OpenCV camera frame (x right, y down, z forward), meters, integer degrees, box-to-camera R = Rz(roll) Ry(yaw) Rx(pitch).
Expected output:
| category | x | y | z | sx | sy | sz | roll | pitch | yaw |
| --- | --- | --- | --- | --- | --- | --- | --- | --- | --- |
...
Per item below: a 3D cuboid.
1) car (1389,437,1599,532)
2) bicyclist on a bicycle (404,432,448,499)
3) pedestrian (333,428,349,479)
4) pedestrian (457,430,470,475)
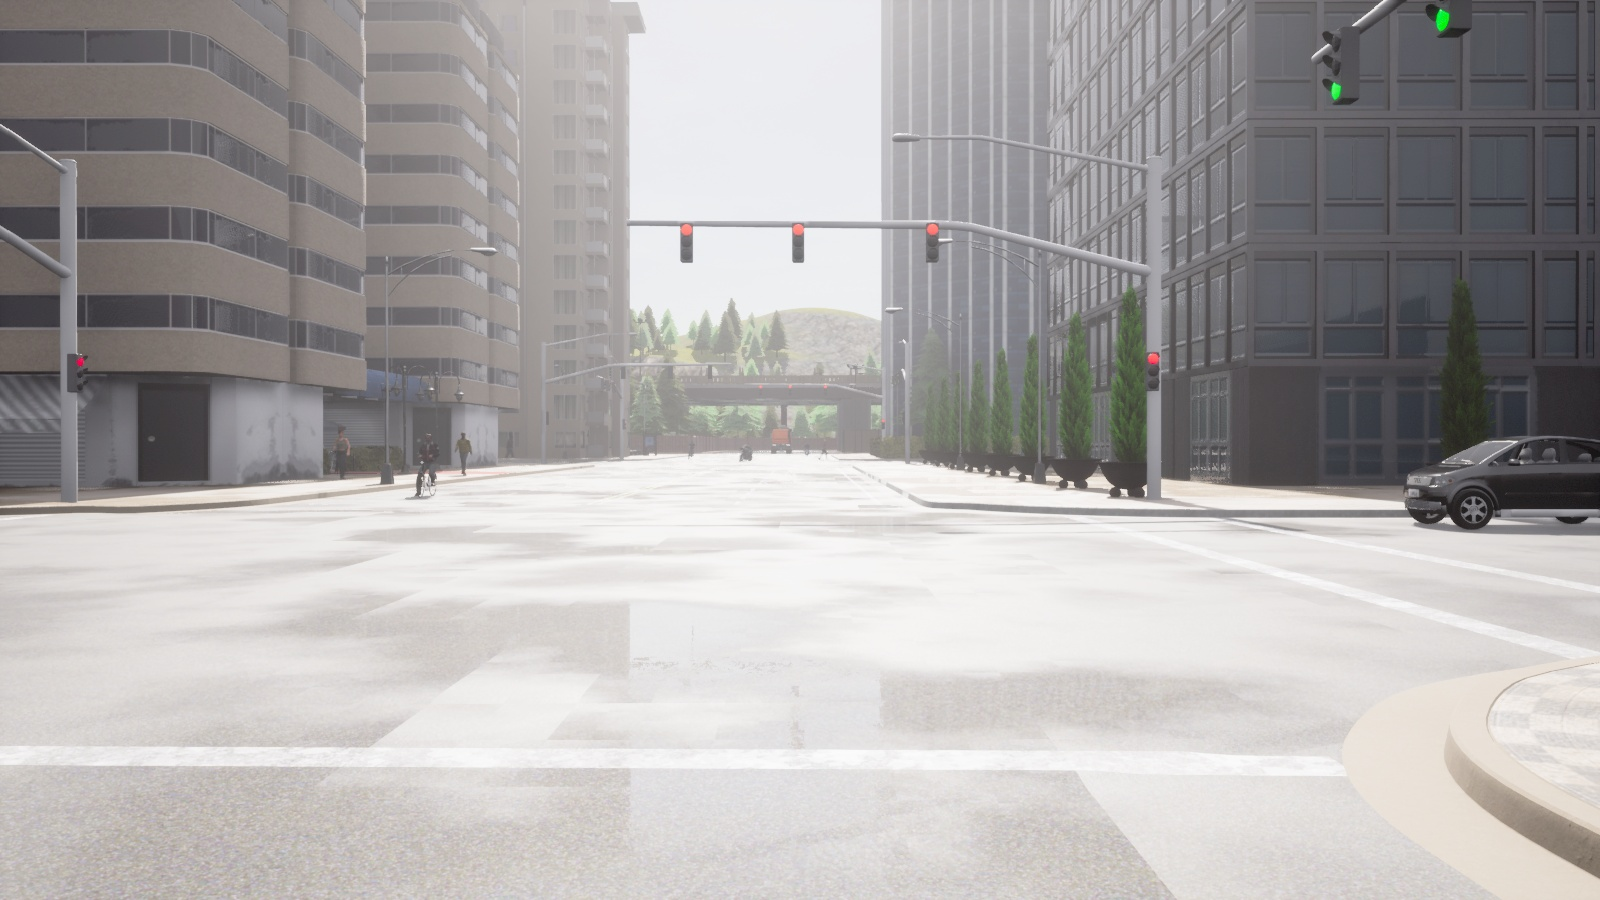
| category | x | y | z | sx | sy | sz | roll | pitch | yaw |
| --- | --- | --- | --- | --- | --- | --- | --- | --- | --- |
| car | 12.269 | 0.559 | 21.319 | 3.705 | 1.549 | 1.789 | 0 | 0 | 1 |
| bicyclist on a bicycle | -10.291 | 0.413 | 34.589 | 0.659 | 1.776 | 1.843 | 0 | 0 | 0 |
| pedestrian | -16.763 | 0.133 | 45.870 | 0.345 | 1.836 | 0.594 | 0 | 0 | 4 |
| pedestrian | -13.725 | 0.098 | 51.209 | 0.370 | 1.835 | 0.726 | 0 | 0 | -1 |
